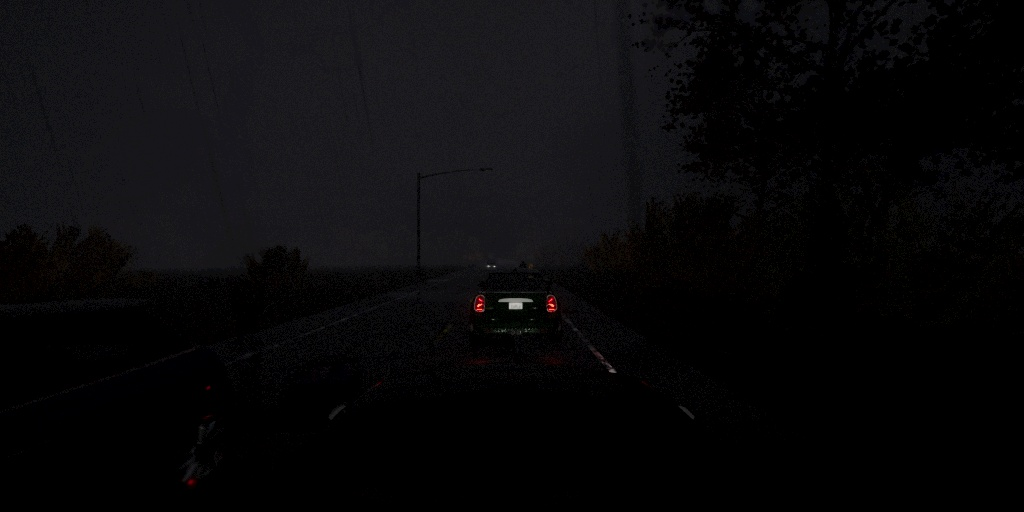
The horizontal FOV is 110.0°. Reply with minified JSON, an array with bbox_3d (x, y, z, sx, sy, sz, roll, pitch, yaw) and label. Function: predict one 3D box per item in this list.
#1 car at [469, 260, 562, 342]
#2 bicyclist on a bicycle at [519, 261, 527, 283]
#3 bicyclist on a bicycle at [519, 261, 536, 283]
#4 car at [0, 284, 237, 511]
[{"bbox_3d":[0.072,1.099,9.893,2.097,1.767,4.553,0,0,0],"label":"car"},{"bbox_3d":[0.840,1.193,27.354,0.582,1.620,1.656,0,0,0],"label":"bicyclist on a bicycle"},{"bbox_3d":[0.903,1.181,17.237,0.866,1.612,1.509,0,0,0],"label":"bicyclist on a bicycle"},{"bbox_3d":[-3.602,1.102,1.381,2.097,1.767,4.553,0,0,0],"label":"car"}]
